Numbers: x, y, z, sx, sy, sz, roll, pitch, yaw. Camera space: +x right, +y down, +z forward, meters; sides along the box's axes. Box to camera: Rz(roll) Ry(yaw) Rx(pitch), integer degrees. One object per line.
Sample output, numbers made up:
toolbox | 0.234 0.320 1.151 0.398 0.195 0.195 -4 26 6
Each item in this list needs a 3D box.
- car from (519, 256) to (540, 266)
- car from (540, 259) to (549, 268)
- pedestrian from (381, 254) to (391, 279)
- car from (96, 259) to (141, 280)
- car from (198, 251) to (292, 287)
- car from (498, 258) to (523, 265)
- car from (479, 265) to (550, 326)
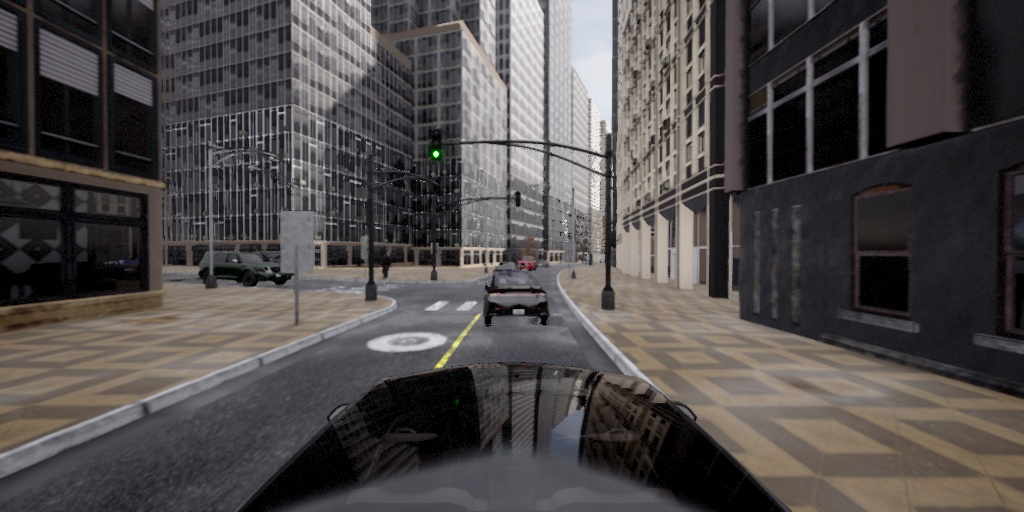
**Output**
car | 1.853 1.003 47.151 2.150 2.045 5.566 0 0 12
car | 5.226 1.335 61.532 2.128 1.511 4.902 0 0 15
pedestrian | -9.003 0.679 25.513 0.375 1.860 0.375 0 0 18
car | -26.931 0.907 25.070 4.181 1.385 1.994 1 1 18
car | -16.145 0.733 21.636 5.566 2.045 2.150 1 1 18
car | -0.454 1.247 33.654 1.837 1.490 4.892 0 0 9
car | -0.004 1.228 11.691 2.128 1.511 4.902 0 0 -4
